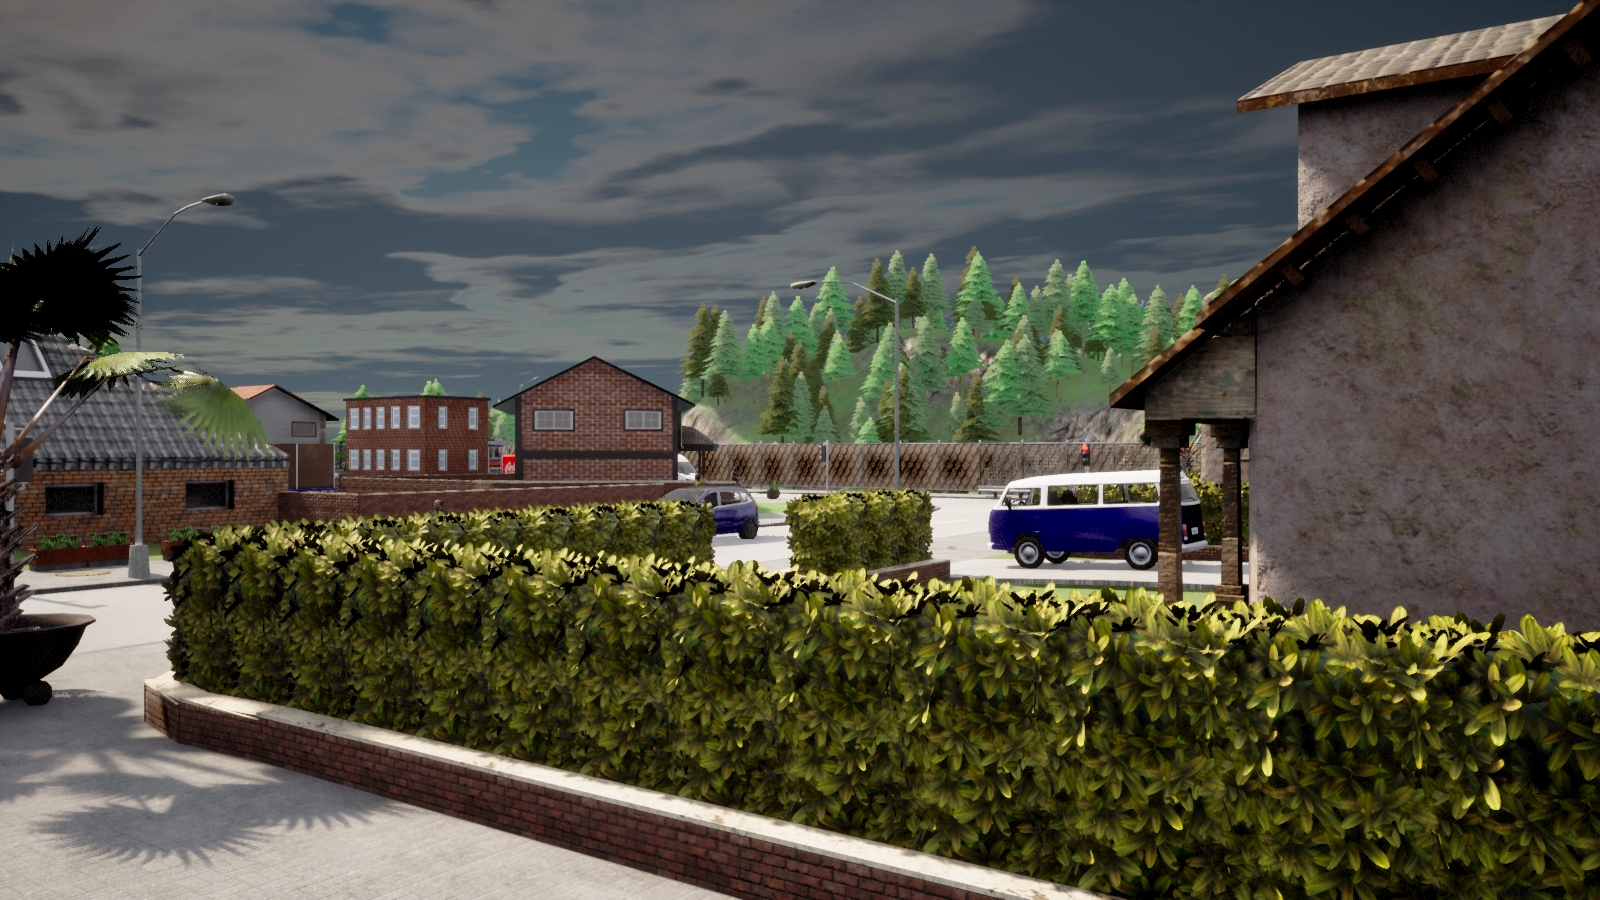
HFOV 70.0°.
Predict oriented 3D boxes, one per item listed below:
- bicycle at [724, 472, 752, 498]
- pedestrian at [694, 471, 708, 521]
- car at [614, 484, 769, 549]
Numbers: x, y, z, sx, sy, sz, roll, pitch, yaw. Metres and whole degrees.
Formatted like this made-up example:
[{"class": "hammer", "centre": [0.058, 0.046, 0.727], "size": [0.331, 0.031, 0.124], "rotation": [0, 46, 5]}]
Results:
[{"class": "bicycle", "centre": [-3.643, 2.044, 67.431], "size": [1.835, 1.471, 0.329], "rotation": [0, 0, 35]}, {"class": "pedestrian", "centre": [-3.751, 1.732, 43.216], "size": [0.375, 1.860, 0.375], "rotation": [0, 0, 39]}, {"class": "car", "centre": [-3.234, 1.958, 34.906], "size": [2.242, 1.667, 4.611], "rotation": [0, 0, 35]}]
